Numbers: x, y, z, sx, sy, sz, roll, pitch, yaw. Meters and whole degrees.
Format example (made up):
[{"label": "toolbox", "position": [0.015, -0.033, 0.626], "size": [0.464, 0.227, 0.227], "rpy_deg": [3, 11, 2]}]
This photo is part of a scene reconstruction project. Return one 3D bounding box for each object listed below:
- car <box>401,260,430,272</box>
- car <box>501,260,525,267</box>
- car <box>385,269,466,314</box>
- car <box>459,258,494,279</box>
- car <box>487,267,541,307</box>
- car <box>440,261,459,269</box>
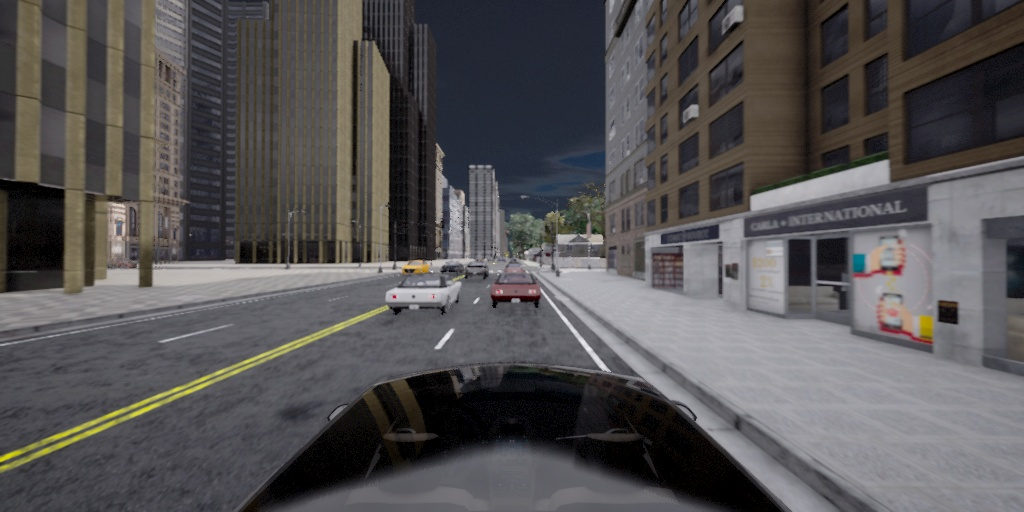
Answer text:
[{"label": "car", "position": [-9.649, 1.182, 36.310], "size": [1.882, 1.535, 5.008], "rpy_deg": [0, 0, 1]}, {"label": "car", "position": [0.221, 1.283, 32.941], "size": [1.994, 1.385, 4.181], "rpy_deg": [0, 0, 0]}, {"label": "car", "position": [-3.107, 1.339, 13.655], "size": [1.895, 1.301, 4.718], "rpy_deg": [0, 0, 0]}, {"label": "car", "position": [-3.029, 1.208, 31.870], "size": [2.128, 1.511, 4.902], "rpy_deg": [0, 0, 0]}, {"label": "car", "position": [0.150, 1.341, 15.319], "size": [1.895, 1.301, 4.718], "rpy_deg": [0, 0, 0]}, {"label": "car", "position": [-6.363, 1.252, 38.571], "size": [2.033, 1.411, 5.357], "rpy_deg": [0, 0, 1]}]
